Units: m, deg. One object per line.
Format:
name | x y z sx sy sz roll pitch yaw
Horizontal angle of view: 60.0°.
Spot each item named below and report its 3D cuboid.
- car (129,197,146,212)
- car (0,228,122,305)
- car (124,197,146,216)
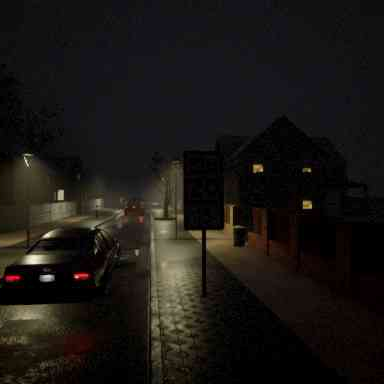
car | -7.872 1.704 48.435 2.150 2.045 5.566 0 -1 -7
car | -2.923 1.628 8.496 2.033 1.411 5.357 0 -1 -7
car | -6.576 1.732 38.370 2.097 1.767 4.553 0 -1 -6
